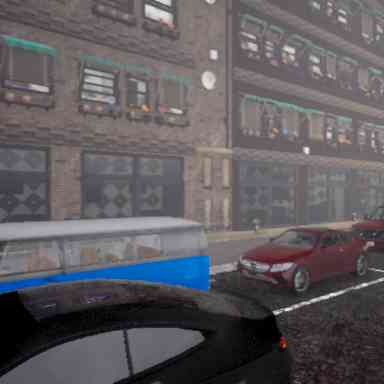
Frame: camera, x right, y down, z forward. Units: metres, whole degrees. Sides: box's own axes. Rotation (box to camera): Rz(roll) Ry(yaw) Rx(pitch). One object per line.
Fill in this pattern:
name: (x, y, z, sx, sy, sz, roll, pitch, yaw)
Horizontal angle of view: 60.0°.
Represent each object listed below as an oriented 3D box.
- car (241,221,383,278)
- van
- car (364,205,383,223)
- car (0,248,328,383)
car: (3.075, 1.595, 8.754, 4.206, 1.307, 1.802, 0, 0, -36)
van: (-1.563, 1.344, 5.446, 3.998, 1.788, 1.690, 0, 0, -36)
car: (7.712, 1.339, 12.063, 5.009, 1.841, 2.192, 0, 0, -36)
car: (-1.172, 1.527, 2.528, 4.674, 1.442, 1.812, 0, 0, -35)
